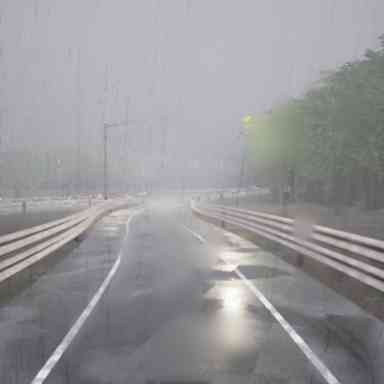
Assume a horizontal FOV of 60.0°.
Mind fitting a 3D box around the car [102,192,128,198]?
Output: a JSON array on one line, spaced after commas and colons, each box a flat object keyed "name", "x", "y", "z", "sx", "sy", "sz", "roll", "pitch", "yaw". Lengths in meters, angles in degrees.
[{"name": "car", "x": -14.058, "y": 0.918, "z": 61.077, "sx": 2.150, "sy": 2.045, "sz": 5.566, "roll": 0, "pitch": 2, "yaw": 31}]
